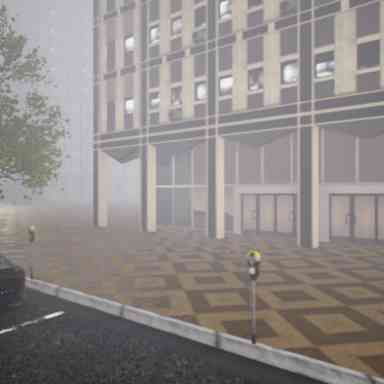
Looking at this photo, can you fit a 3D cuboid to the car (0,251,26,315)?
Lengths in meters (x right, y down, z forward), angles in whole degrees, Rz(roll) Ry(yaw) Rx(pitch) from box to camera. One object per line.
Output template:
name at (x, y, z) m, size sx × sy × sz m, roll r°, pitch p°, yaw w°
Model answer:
car at (-4.884, 1.548, 6.358) m, size 4.313 × 1.339 × 1.947 m, roll 0°, pitch 0°, yaw 35°
